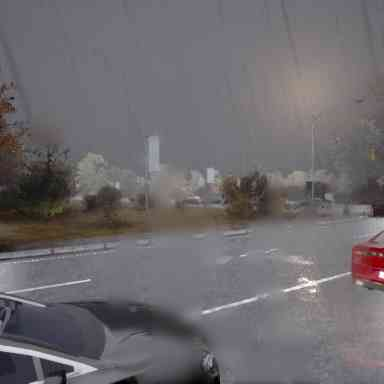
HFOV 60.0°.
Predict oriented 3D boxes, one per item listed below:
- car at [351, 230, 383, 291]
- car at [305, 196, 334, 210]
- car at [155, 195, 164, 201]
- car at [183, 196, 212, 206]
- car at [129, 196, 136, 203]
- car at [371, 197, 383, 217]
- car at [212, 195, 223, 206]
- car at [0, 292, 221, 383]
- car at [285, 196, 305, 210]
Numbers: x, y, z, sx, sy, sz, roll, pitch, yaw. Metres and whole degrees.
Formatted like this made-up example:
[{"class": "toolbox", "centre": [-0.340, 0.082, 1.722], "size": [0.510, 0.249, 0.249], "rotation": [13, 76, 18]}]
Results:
[{"class": "car", "centre": [5.757, 1.445, 7.845], "size": [5.008, 1.535, 1.882], "rotation": [0, 0, -35]}, {"class": "car", "centre": [14.077, 1.246, 39.009], "size": [2.128, 1.511, 4.902], "rotation": [-1, 0, -39]}, {"class": "car", "centre": [-7.449, 1.308, 66.049], "size": [1.812, 1.442, 4.674], "rotation": [-1, 0, -39]}, {"class": "car", "centre": [0.423, 1.321, 50.467], "size": [1.812, 1.442, 4.674], "rotation": [-1, 1, -39]}, {"class": "car", "centre": [-10.208, 1.405, 63.897], "size": [2.033, 1.411, 5.357], "rotation": [-1, 0, -39]}, {"class": "car", "centre": [15.409, 1.168, 25.162], "size": [2.097, 1.767, 4.553], "rotation": [-1, 0, 8]}, {"class": "car", "centre": [4.221, 1.252, 51.326], "size": [2.128, 1.511, 4.902], "rotation": [-1, 1, -38]}, {"class": "car", "centre": [-1.961, 1.492, 2.332], "size": [4.902, 1.511, 2.128], "rotation": [0, 0, -35]}, {"class": "car", "centre": [10.178, 1.312, 38.274], "size": [1.812, 1.442, 4.674], "rotation": [-1, 0, -39]}]
